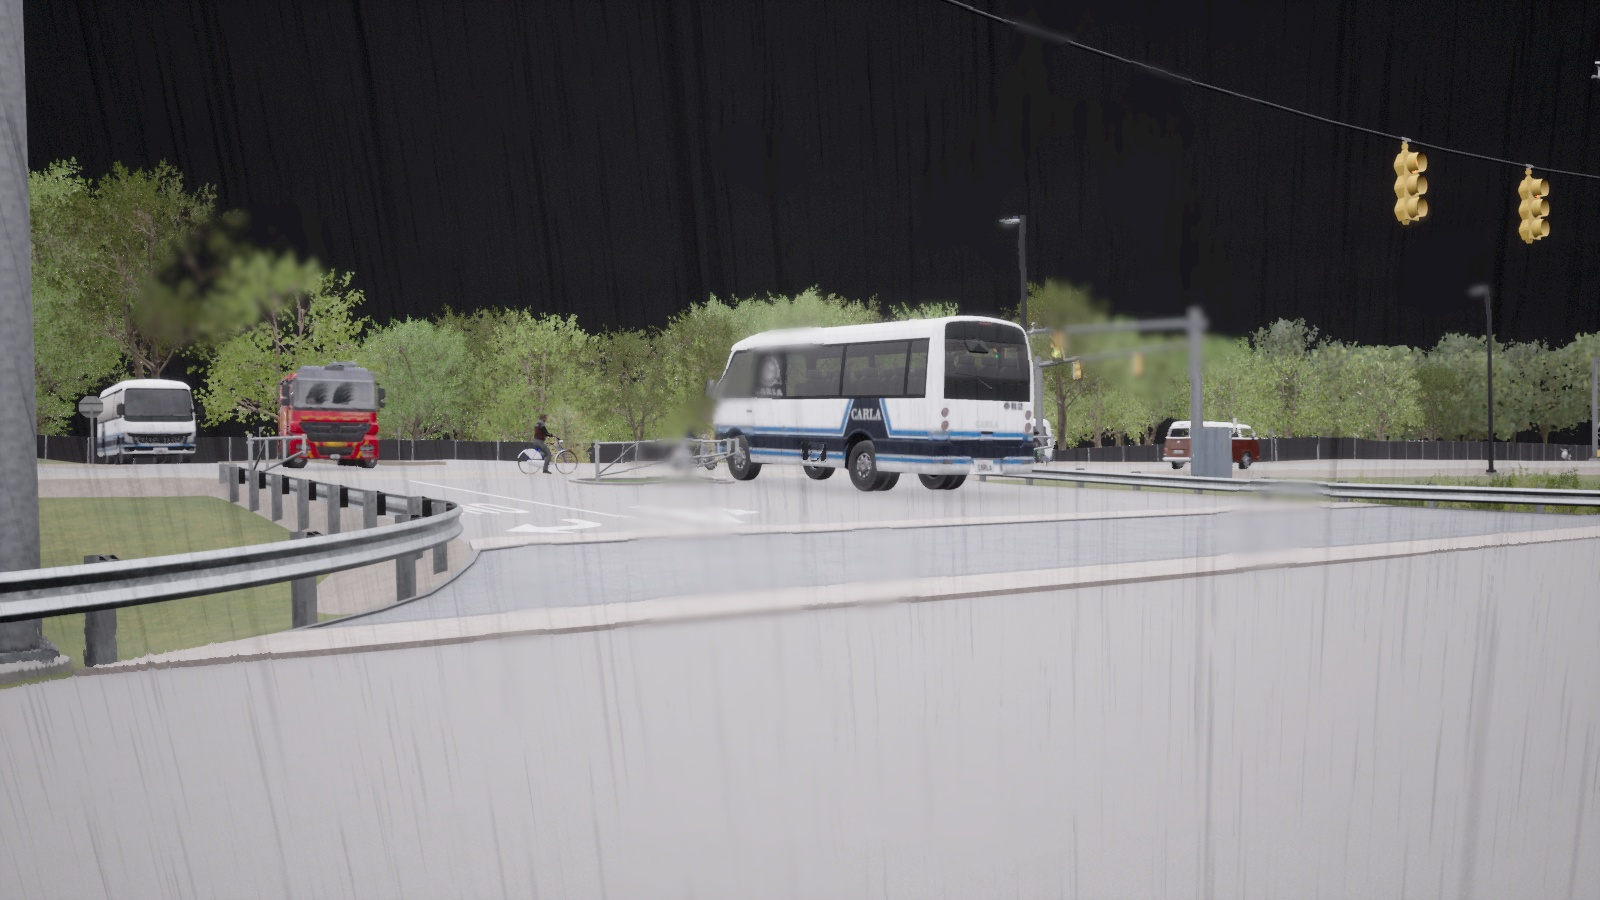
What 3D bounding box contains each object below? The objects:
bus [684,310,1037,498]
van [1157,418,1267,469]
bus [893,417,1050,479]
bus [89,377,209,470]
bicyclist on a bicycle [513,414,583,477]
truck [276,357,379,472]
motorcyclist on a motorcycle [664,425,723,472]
[{"bbox_3d":[1.187,-1.168,33.830,3.944,4.253,10.273,0,1,-35],"label":"bus"},{"bbox_3d":[17.375,-0.252,52.904,4.480,2.038,2.069,0,0,-34],"label":"van"},{"bbox_3d":[12.146,-0.157,89.104,10.273,4.253,3.944,0,0,-14],"label":"bus"},{"bbox_3d":[-33.289,-1.202,63.900,3.944,4.253,10.273,-1,-1,-35],"label":"bus"},{"bbox_3d":[-7.273,-0.128,36.229,1.843,1.776,0.659,0,2,-34],"label":"bicyclist on a bicycle"},{"bbox_3d":[-17.512,-1.185,46.212,2.891,3.827,8.468,0,0,-25],"label":"truck"},{"bbox_3d":[-3.625,-0.051,42.936,1.817,1.590,0.866,0,0,-34],"label":"motorcyclist on a motorcycle"}]
